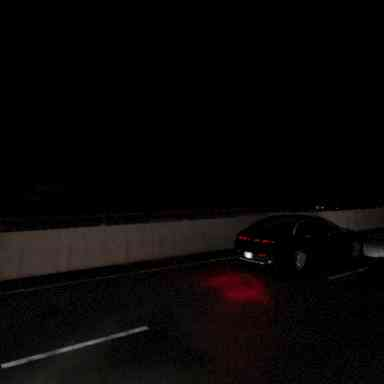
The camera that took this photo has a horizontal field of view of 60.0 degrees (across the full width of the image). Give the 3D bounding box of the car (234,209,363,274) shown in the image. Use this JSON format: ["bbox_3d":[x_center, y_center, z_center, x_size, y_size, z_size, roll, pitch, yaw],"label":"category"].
[{"bbox_3d":[3.522,1.472,10.557,4.892,1.490,1.837,0,0,-36],"label":"car"}]

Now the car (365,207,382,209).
[{"bbox_3d":[16.625,1.382,28.405,4.902,1.511,2.128,0,0,-32],"label":"car"}]
